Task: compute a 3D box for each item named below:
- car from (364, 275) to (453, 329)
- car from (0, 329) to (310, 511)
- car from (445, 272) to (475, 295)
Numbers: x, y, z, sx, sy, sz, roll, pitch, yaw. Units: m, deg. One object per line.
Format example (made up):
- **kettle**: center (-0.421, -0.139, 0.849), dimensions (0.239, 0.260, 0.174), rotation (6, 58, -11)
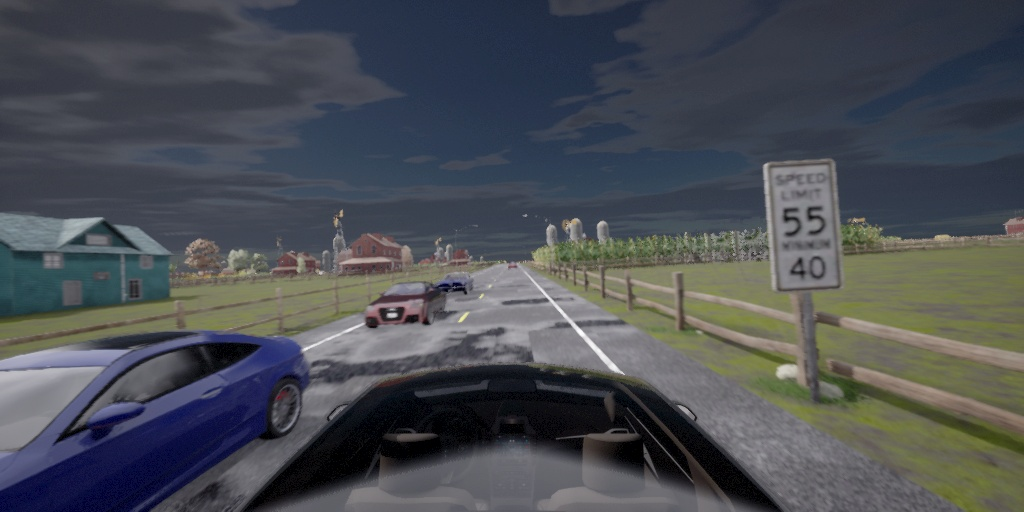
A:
- **car**: center (-3.595, 1.609, 12.777), dimensions (1.994, 1.385, 4.181), rotation (-3, -1, 1)
- **car**: center (-3.636, 1.490, 3.052), dimensions (1.812, 1.442, 4.674), rotation (-3, 0, 0)
- **car**: center (-3.558, 1.733, 23.043), dimensions (1.895, 1.301, 4.718), rotation (-3, 0, 0)
